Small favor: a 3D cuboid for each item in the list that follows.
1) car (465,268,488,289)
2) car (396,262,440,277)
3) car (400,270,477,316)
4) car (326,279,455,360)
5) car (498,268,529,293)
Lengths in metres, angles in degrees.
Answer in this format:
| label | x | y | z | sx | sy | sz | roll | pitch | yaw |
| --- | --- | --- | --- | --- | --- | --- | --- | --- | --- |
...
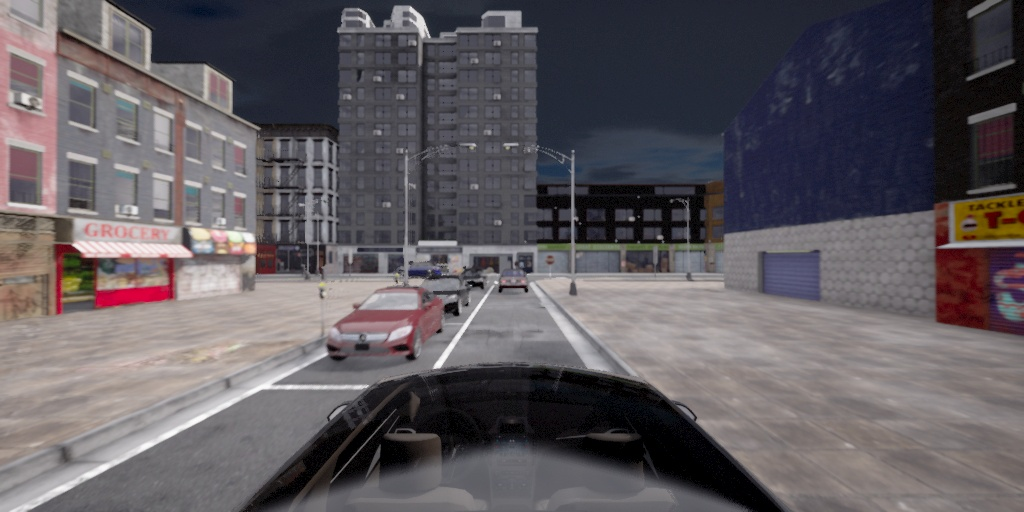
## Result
| label | x | y | z | sx | sy | sz | roll | pitch | yaw |
| --- | --- | --- | --- | --- | --- | --- | --- | --- | --- |
| car | -2.639 | 1.509 | 24.765 | 1.948 | 1.339 | 4.313 | 0 | 0 | 0 |
| car | -9.949 | 1.423 | 38.132 | 4.553 | 1.767 | 2.097 | 0 | 0 | 7 |
| car | -2.639 | 1.418 | 13.861 | 1.948 | 1.339 | 4.313 | 0 | 0 | 0 |
| car | -2.638 | 1.388 | 8.409 | 1.802 | 1.307 | 4.207 | 0 | 0 | 0 |
| car | 0.085 | 1.472 | 22.618 | 2.033 | 1.411 | 5.357 | 0 | 0 | 0 |
